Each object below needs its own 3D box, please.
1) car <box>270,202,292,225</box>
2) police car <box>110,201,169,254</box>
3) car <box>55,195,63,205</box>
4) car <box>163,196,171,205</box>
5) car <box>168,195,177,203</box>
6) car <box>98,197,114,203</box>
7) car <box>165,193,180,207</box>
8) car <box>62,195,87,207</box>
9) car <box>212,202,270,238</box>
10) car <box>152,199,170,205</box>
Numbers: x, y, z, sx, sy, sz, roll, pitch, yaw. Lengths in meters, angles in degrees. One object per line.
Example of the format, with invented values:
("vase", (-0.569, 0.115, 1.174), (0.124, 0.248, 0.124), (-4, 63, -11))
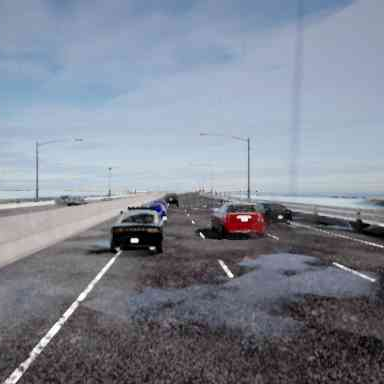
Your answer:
("car", (5.481, 1.450, 23.689), (1.882, 1.535, 5.008), (0, 0, -3))
("police car", (-2.073, 1.411, 13.663), (1.930, 1.638, 5.238), (0, 0, -4))
("car", (-20.911, 1.274, 54.847), (2.097, 1.767, 4.553), (0, 0, -2))
("car", (-3.030, 1.442, 29.500), (1.882, 1.535, 5.008), (0, 0, -3))
("car", (-3.795, 1.425, 64.875), (1.812, 1.442, 4.674), (0, 0, -2))
("car", (-13.877, 1.486, 54.211), (1.994, 1.385, 4.181), (0, 0, -3))
("car", (-3.008, 1.153, 48.318), (2.150, 2.045, 5.566), (0, 0, -3))
("car", (-17.177, 1.478, 49.879), (2.033, 1.411, 5.357), (0, 0, -3))
("car", (2.333, 1.333, 17.807), (2.097, 1.767, 4.553), (0, 0, -4))
("car", (-2.679, 1.499, 23.519), (1.812, 1.442, 4.674), (0, 0, -3))
